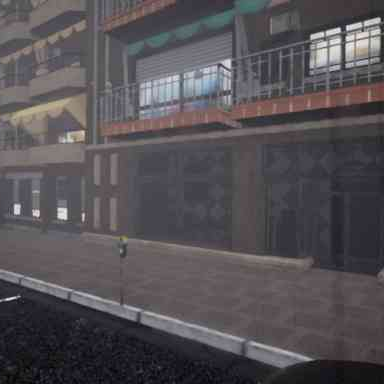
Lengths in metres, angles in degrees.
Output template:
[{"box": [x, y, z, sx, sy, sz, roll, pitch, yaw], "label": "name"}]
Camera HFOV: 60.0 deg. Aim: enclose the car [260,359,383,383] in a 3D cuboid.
[{"box": [2.179, 1.552, 1.303, 4.403, 1.369, 2.008, 0, 1, 36], "label": "car"}]
